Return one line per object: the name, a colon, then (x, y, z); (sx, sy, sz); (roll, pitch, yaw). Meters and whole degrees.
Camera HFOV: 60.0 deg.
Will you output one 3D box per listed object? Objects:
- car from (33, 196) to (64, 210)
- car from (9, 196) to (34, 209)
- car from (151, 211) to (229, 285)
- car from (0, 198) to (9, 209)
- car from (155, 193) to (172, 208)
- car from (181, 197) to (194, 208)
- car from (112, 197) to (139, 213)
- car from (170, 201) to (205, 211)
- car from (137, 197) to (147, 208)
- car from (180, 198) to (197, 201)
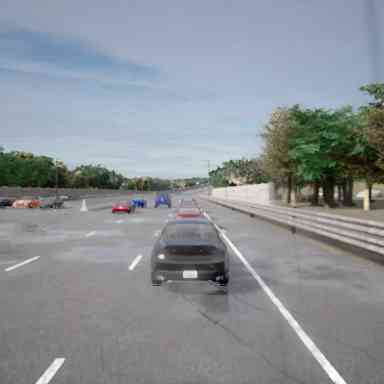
car: (-18.193, 1.499, 43.079); (1.837, 1.490, 4.892); (0, 0, -1)
car: (-21.712, 1.344, 44.107); (2.097, 1.767, 4.553); (0, 0, -1)
car: (-0.052, 1.499, 9.450); (1.837, 1.490, 4.892); (0, 0, 0)
car: (-25.245, 1.468, 43.684); (2.033, 1.411, 5.357); (0, 2, -2)
car: (-4.104, 1.223, 47.993); (2.150, 2.045, 5.566); (0, 0, -1)
car: (-0.612, 1.532, 48.313); (1.812, 1.442, 4.674); (0, 0, -1)
car: (-7.354, 1.561, 36.160); (1.994, 1.385, 4.181); (0, 0, -1)
car: (-0.163, 1.523, 20.119); (1.812, 1.442, 4.674); (0, 0, -1)
car: (-7.598, 1.479, 47.569); (1.882, 1.535, 5.008); (0, 0, -1)
car: (-0.284, 1.505, 27.602); (1.837, 1.490, 4.892); (0, 0, -1)
